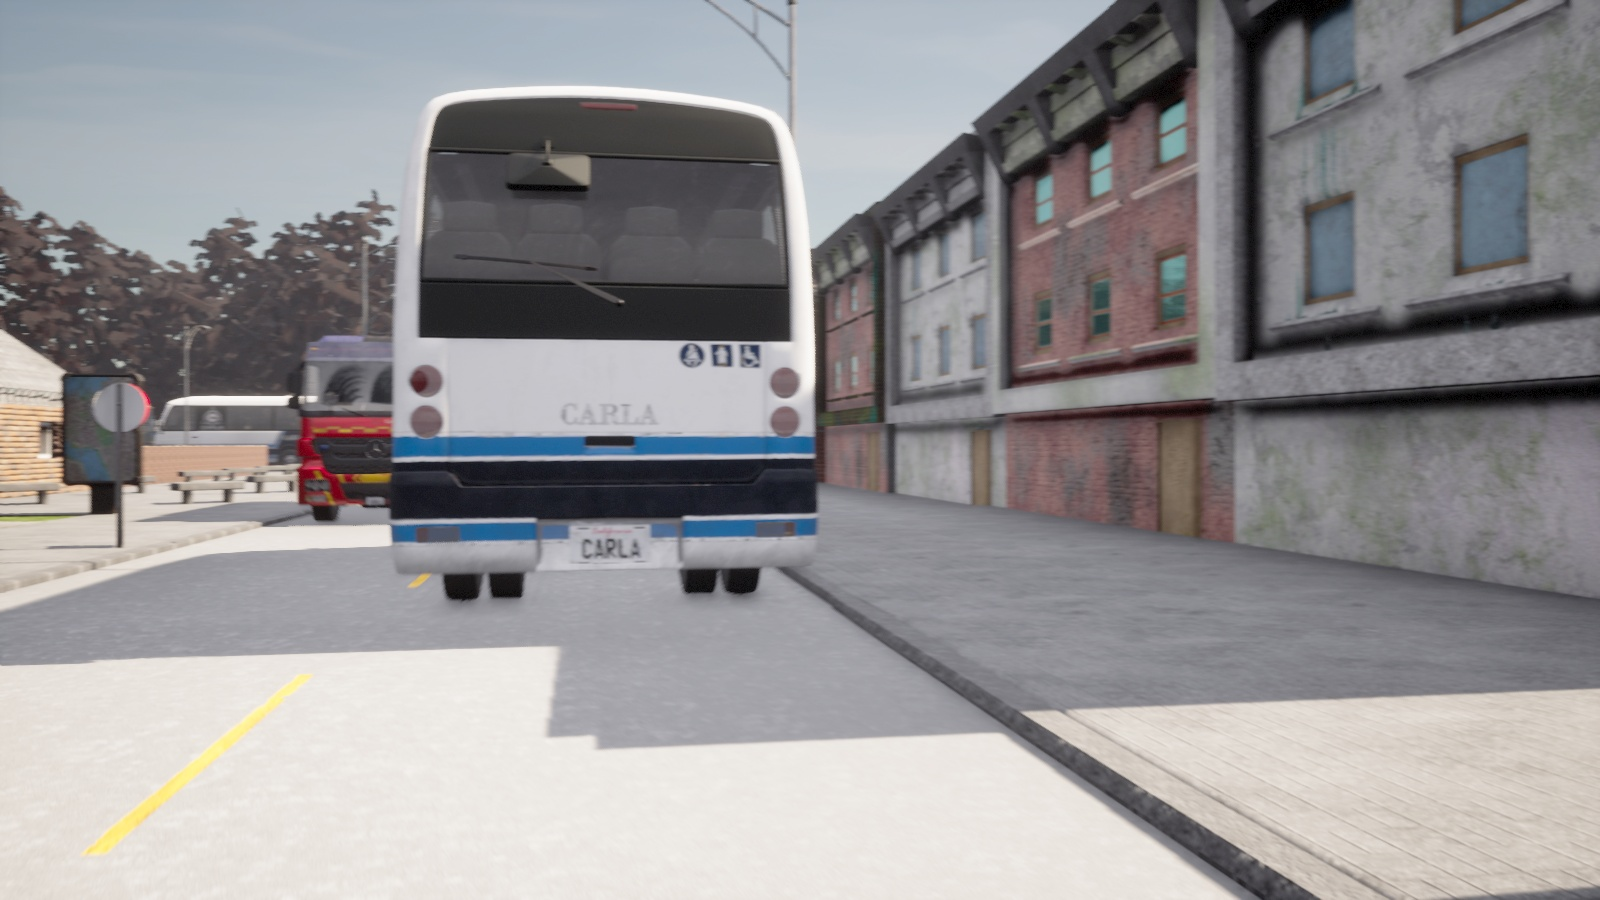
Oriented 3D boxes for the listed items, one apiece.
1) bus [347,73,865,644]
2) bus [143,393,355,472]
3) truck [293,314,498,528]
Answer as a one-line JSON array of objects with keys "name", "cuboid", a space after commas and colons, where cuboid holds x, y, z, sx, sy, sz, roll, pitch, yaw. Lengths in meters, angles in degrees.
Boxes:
[{"name": "bus", "cuboid": [-2.286, -0.702, 14.761, 3.944, 4.253, 10.273, 0, 0, -10]}, {"name": "bus", "cuboid": [-30.759, -0.948, 70.670, 10.273, 4.253, 3.944, 0, 0, -11]}, {"name": "truck", "cuboid": [-8.279, -0.544, 26.824, 2.891, 3.827, 8.468, 0, 0, -9]}]
